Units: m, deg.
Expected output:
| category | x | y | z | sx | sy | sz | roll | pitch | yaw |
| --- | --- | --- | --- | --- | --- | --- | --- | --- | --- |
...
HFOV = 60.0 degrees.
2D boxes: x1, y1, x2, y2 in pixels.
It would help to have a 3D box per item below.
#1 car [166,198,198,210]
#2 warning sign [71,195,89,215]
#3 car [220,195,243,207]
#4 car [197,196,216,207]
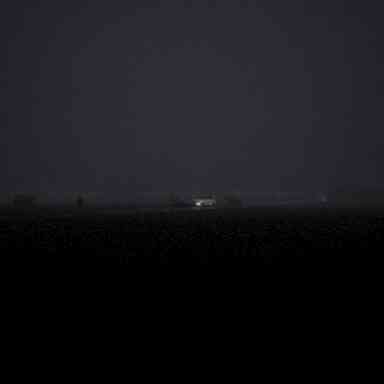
| category | x | y | z | sx | sy | sz | roll | pitch | yaw |
| --- | --- | --- | --- | --- | --- | --- | --- | --- | --- |
| car | -1.694 | 1.897 | 49.032 | 1.895 | 1.301 | 4.718 | 0 | -1 | 37 |
| warning sign | -10.934 | 1.253 | 32.506 | 1.300 | 1.860 | 1.060 | 0 | 0 | 37 |
| car | 7.260 | 1.627 | 61.067 | 2.150 | 2.045 | 5.566 | 0 | -1 | 37 |
| car | 2.033 | 1.681 | 58.650 | 2.150 | 2.045 | 5.566 | 0 | -1 | 37 |
